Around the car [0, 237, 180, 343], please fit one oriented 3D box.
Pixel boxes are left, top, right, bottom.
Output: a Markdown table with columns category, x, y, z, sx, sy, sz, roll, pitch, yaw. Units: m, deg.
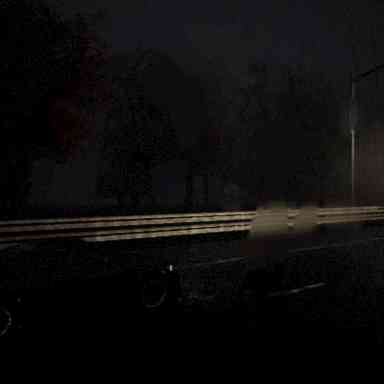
| category | x | y | z | sx | sy | sz | roll | pitch | yaw |
| --- | --- | --- | --- | --- | --- | --- | --- | --- | --- |
| car | -2.305 | 1.572 | 6.374 | 4.181 | 1.385 | 1.994 | 0 | 0 | -35 |
